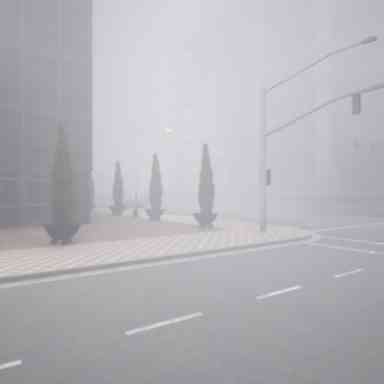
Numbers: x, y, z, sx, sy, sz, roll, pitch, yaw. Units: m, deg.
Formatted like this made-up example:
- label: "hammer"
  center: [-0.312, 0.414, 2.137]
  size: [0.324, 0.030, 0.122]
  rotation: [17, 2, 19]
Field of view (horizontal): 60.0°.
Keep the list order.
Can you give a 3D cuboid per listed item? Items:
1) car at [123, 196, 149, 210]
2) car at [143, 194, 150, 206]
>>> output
- label: "car"
  center: [-7.987, 1.628, 44.695]
  size: [1.994, 1.385, 4.181]
  rotation: [0, 0, -36]
- label: "car"
  center: [-7.062, 1.287, 55.576]
  size: [2.150, 2.045, 5.566]
  rotation: [0, 0, -35]
